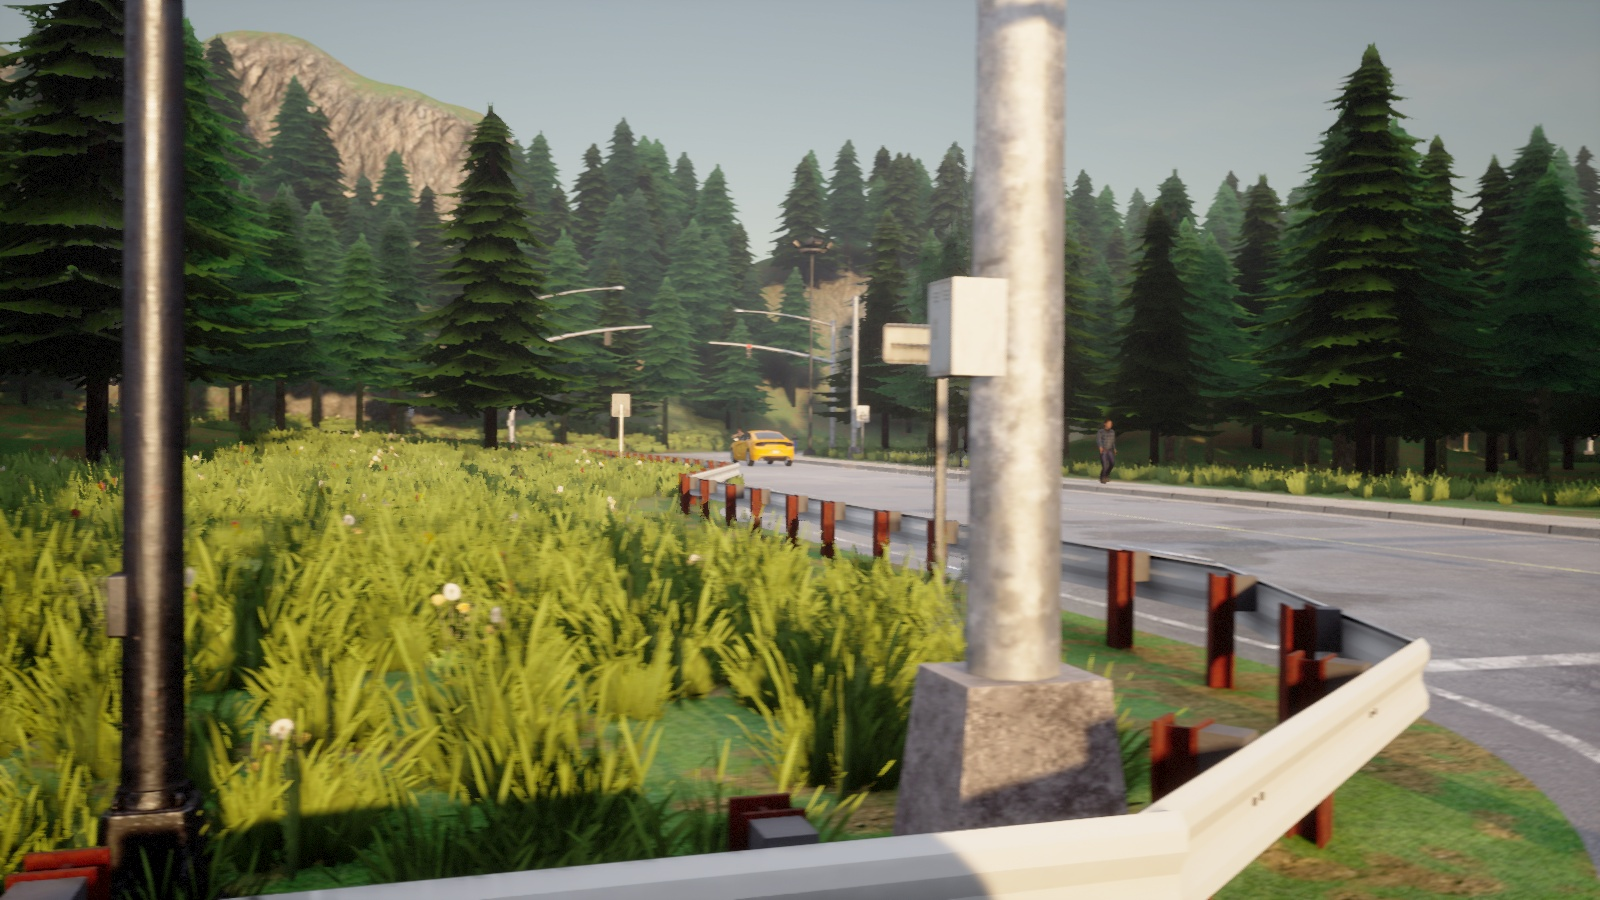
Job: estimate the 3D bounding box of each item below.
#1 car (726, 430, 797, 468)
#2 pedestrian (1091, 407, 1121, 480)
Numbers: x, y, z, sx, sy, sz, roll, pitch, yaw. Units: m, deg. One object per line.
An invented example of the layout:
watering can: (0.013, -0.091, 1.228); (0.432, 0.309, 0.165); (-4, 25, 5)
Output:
car: (-1.727, -0.075, 54.175); (1.882, 1.535, 5.008); (-1, 1, -16)
pedestrian: (8.305, -0.189, 34.092); (0.423, 1.949, 0.788); (-1, 1, -16)
